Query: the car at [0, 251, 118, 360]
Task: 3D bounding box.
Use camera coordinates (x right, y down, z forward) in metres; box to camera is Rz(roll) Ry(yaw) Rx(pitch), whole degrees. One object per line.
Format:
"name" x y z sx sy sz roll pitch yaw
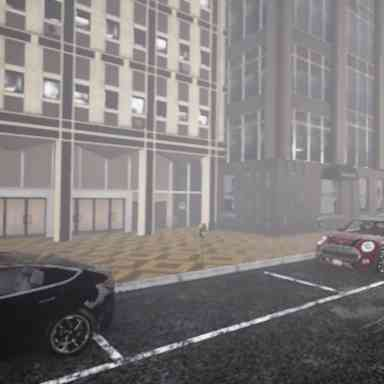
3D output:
"car" -3.149 1.565 4.486 4.313 1.339 1.947 1 0 -35

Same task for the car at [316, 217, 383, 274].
"car" 5.911 1.561 10.938 4.097 1.590 1.967 1 0 -35
